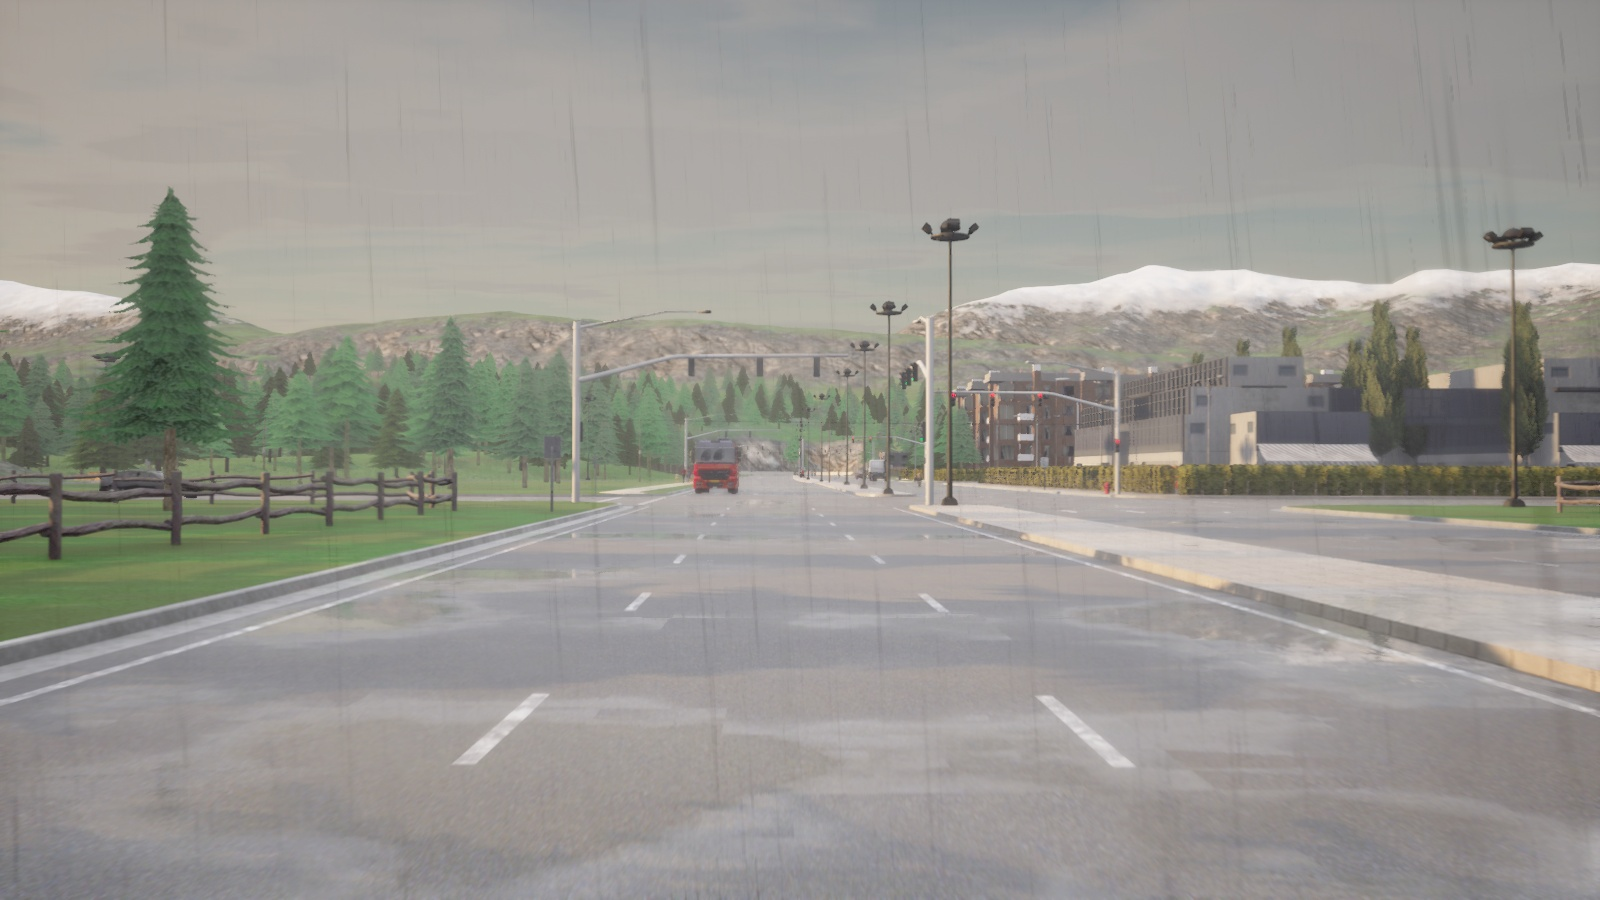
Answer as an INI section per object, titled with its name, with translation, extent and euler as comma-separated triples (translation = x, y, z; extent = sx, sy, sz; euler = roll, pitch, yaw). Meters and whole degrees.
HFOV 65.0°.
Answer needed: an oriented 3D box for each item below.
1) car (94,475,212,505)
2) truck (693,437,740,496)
[car]
translation = -32.388, 1.999, 62.992
extent = 4.792, 1.488, 2.163
euler = 0, -1, -1
[truck]
translation = -5.670, 1.117, 86.361
extent = 2.891, 3.827, 8.468
euler = 0, -1, -2
